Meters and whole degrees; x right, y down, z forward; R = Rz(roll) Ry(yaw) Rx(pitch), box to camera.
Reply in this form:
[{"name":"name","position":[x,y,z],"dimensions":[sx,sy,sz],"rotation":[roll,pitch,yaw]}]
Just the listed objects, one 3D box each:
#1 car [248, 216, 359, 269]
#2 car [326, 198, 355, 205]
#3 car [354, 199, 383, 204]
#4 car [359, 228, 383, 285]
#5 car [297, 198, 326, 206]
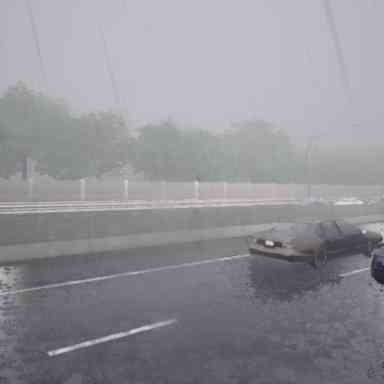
[{"name":"car","position":[4.292,1.525,11.102],"dimensions":[5.357,1.411,2.033],"rotation":[0,0,-35]},{"name":"car","position":[17.911,1.441,38.234],"dimensions":[4.674,1.442,1.812],"rotation":[0,0,-35]},{"name":"car","position":[19.471,1.480,35.051],"dimensions":[4.181,1.385,1.994],"rotation":[0,0,-35]},{"name":"car","position":[6.271,1.542,8.215],"dimensions":[4.181,1.385,1.994],"rotation":[0,0,-35]},{"name":"car","position":[14.647,1.444,40.210],"dimensions":[4.674,1.442,1.812],"rotation":[0,0,-35]}]
